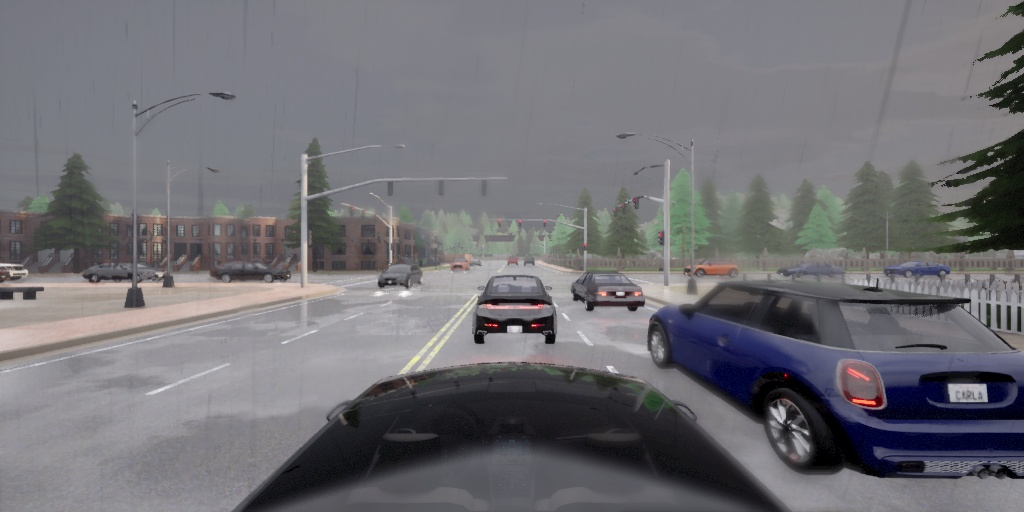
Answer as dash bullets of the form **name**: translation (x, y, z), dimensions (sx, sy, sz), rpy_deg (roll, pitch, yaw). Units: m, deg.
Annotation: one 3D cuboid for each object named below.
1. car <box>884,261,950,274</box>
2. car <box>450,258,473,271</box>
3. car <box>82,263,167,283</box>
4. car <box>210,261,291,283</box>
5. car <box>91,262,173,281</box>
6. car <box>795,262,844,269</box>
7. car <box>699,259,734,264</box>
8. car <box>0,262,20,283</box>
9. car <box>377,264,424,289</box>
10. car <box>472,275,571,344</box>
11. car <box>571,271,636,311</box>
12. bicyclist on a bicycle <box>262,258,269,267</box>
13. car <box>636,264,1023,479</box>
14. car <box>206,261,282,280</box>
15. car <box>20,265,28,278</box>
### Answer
- **car**: translation (38.167, 1.228, 33.901), dimensions (5.008, 1.535, 1.882), rpy_deg (0, 0, 0)
- **car**: translation (-7.014, 1.103, 48.610), dimensions (2.097, 1.767, 4.553), rpy_deg (0, 0, 0)
- **car**: translation (-29.007, 1.241, 26.946), dimensions (4.902, 1.511, 2.128), rpy_deg (0, 0, -4)
- **car**: translation (-19.510, 1.228, 27.219), dimensions (5.008, 1.535, 1.882), rpy_deg (0, 0, -1)
- **car**: translation (-31.917, 1.276, 30.224), dimensions (4.674, 1.442, 1.812), rpy_deg (0, 0, -7)
- **car**: translation (28.289, 1.297, 33.933), dimensions (5.357, 1.411, 2.033), rpy_deg (0, 0, 1)
- **car**: translation (18.764, 1.102, 33.963), dimensions (4.553, 1.767, 2.097), rpy_deg (0, 0, 0)
- **car**: translation (-39.175, 1.228, 25.224), dimensions (5.008, 1.535, 1.882), rpy_deg (0, 0, -18)
- **car**: translation (-7.060, 1.255, 23.154), dimensions (1.837, 1.490, 4.892), rpy_deg (0, 0, 0)
- **car**: translation (0.076, 1.242, 9.549), dimensions (2.128, 1.511, 4.902), rpy_deg (0, 0, 1)
- **car**: translation (3.606, 1.297, 14.376), dimensions (2.033, 1.411, 5.357), rpy_deg (0, 0, 0)
- **bicyclist on a bicycle**: translation (-28.748, 1.053, 41.670), dimensions (0.582, 1.620, 1.656), rpy_deg (0, 0, -1)
- **car**: translation (3.607, 1.102, 4.958), dimensions (2.097, 1.767, 4.553), rpy_deg (0, 0, 0)
- **car**: translation (-22.820, 1.228, 30.656), dimensions (5.008, 1.535, 1.882), rpy_deg (0, 0, -1)
- **car**: translation (-42.179, 0.971, 27.894), dimensions (5.566, 2.045, 2.150), rpy_deg (0, 0, -21)
